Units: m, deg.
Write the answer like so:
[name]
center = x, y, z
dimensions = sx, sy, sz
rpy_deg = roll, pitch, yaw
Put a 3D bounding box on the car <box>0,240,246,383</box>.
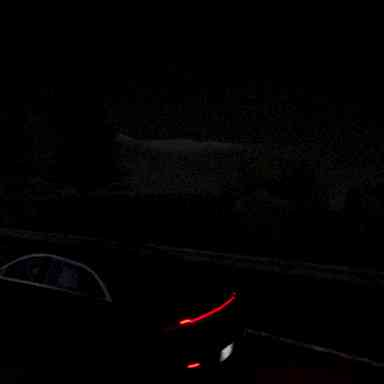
[car]
center = -1.643, 1.475, 4.877
dimensions = 4.902, 1.511, 2.128
rpy_deg = 0, 0, 34
